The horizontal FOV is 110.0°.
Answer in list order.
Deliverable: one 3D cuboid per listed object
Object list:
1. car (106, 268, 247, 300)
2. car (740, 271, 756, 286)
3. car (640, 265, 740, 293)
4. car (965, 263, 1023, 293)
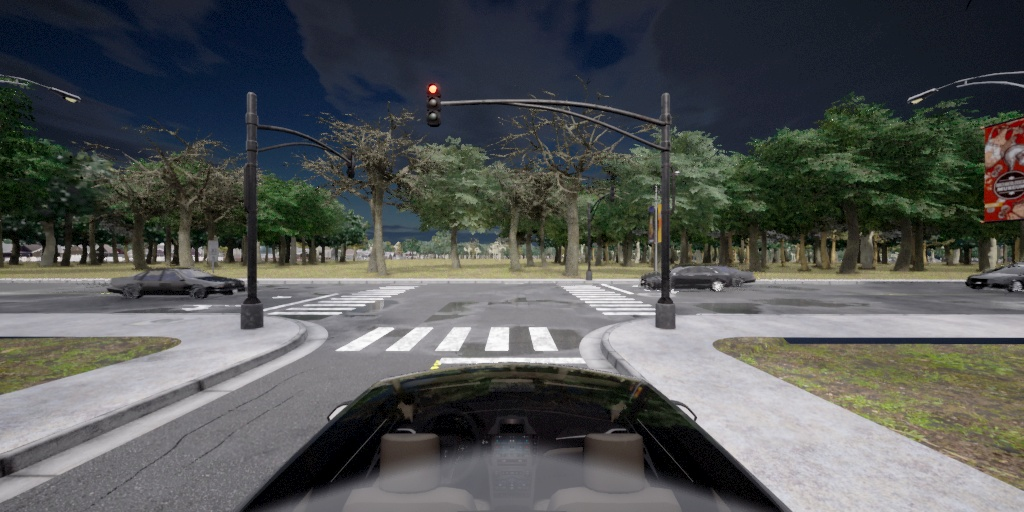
[{"bbox_3d":[-15.881,1.281,17.110,5.357,1.411,2.033,0,0,0],"label":"car"},{"bbox_3d":[13.111,1.308,23.839,5.357,1.411,2.033,0,0,0],"label":"car"},{"bbox_3d":[9.920,1.265,20.585,4.892,1.490,1.837,0,0,0],"label":"car"},{"bbox_3d":[29.239,1.294,20.598,4.892,1.490,1.837,0,0,0],"label":"car"}]
